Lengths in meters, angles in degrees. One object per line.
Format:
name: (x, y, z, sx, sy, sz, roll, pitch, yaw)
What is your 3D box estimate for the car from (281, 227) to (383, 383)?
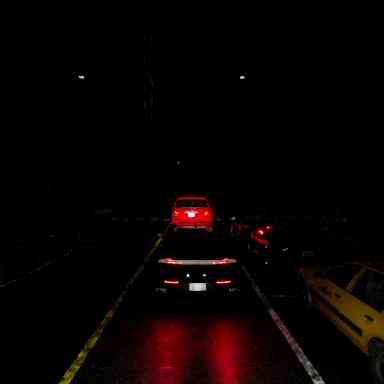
car: (2.864, 1.524, 4.812, 1.752, 1.417, 4.829, -1, 0, 0)

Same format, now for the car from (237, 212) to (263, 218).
car: (2.861, 1.576, 15.814, 1.802, 1.307, 4.206, -1, 0, 0)

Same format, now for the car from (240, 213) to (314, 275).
car: (2.863, 1.562, 10.228, 1.947, 1.339, 4.313, -1, 0, 0)

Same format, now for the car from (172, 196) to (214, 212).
car: (0.061, 1.214, 18.749, 2.150, 2.045, 5.566, 0, 0, 2)

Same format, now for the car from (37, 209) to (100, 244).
car: (-5.685, 1.539, 15.808, 1.887, 1.381, 4.507, -1, 0, 0)

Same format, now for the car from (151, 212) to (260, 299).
car: (0.096, 1.489, 8.400, 2.128, 1.511, 4.902, 0, 0, 0)
